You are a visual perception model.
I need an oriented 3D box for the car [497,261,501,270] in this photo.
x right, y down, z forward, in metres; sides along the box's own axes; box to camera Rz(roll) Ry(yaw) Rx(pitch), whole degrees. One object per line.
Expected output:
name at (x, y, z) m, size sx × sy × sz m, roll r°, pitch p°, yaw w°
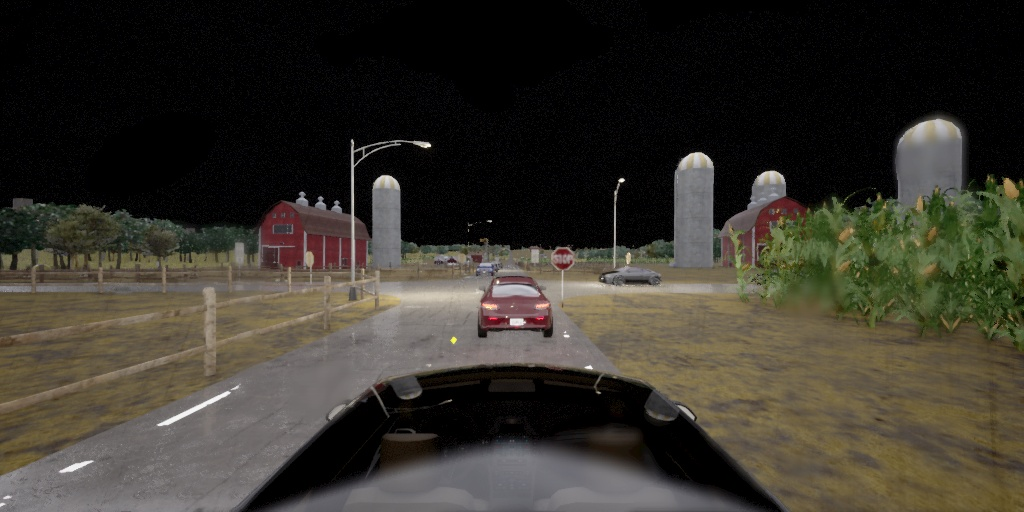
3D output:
car at (-2.924, 1.531, 48.952) m, size 1.994 × 1.385 × 4.181 m, roll 0°, pitch 0°, yaw 0°

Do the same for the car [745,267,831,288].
car at (19.881, 1.485, 25.670) m, size 5.357 × 1.411 × 2.033 m, roll 1°, pitch 1°, yaw 0°

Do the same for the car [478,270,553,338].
car at (0.037, 1.283, 10.146) m, size 1.812 × 1.442 × 4.674 m, roll 0°, pitch 0°, yaw -2°

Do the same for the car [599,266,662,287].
car at (8.316, 1.411, 25.336) m, size 4.181 × 1.385 × 1.994 m, roll 0°, pitch 1°, yaw -5°

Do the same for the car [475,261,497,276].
car at (-2.912, 1.434, 39.925) m, size 1.812 × 1.442 × 4.674 m, roll 0°, pitch 0°, yaw 0°

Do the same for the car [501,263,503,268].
car at (-2.930, 1.559, 58.654) m, size 1.837 × 1.490 × 4.892 m, roll 0°, pitch -1°, yaw 0°
